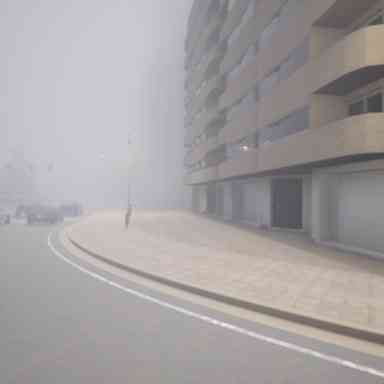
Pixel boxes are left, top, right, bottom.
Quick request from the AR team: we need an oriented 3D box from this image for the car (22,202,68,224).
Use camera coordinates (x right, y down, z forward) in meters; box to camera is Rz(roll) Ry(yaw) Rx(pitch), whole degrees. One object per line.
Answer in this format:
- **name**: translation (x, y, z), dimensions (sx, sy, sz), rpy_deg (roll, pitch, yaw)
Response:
- **car**: translation (-11.600, 1.750, 26.529), dimensions (1.994, 1.385, 4.181), rpy_deg (0, -1, -10)

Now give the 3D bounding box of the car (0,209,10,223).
- **car**: translation (-14.649, 1.665, 23.773), dimensions (1.812, 1.442, 4.674), rpy_deg (0, -1, -10)

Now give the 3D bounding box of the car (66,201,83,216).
- **car**: translation (-13.352, 1.751, 36.723), dimensions (1.882, 1.535, 5.008), rpy_deg (0, 0, -9)

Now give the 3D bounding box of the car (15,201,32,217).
- **car**: translation (-16.424, 1.733, 33.928), dimensions (1.837, 1.490, 4.892), rpy_deg (0, 0, -9)
